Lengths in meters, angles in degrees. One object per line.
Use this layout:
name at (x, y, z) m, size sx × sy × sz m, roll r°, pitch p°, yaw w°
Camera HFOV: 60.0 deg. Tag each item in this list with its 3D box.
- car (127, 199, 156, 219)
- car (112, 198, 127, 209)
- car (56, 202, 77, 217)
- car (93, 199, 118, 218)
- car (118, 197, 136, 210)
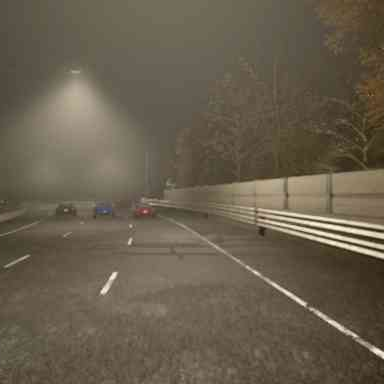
car at (-4.590, 1.673, 30.812) m, size 1.994 × 1.385 × 4.181 m, roll 0°, pitch 0°, yaw -16°
car at (-11.207, 1.755, 51.502) m, size 2.033 × 1.411 × 5.357 m, roll 0°, pitch 0°, yaw -15°
car at (-12.910, 1.740, 34.295) m, size 1.994 × 1.385 × 4.181 m, roll 0°, pitch 0°, yaw -19°
car at (-8.554, 1.618, 32.280) m, size 1.882 × 1.535 × 5.008 m, roll 0°, pitch 0°, yaw -17°
car at (-9.273, 1.656, 45.412) m, size 1.882 × 1.535 × 5.008 m, roll 0°, pitch 0°, yaw -18°
